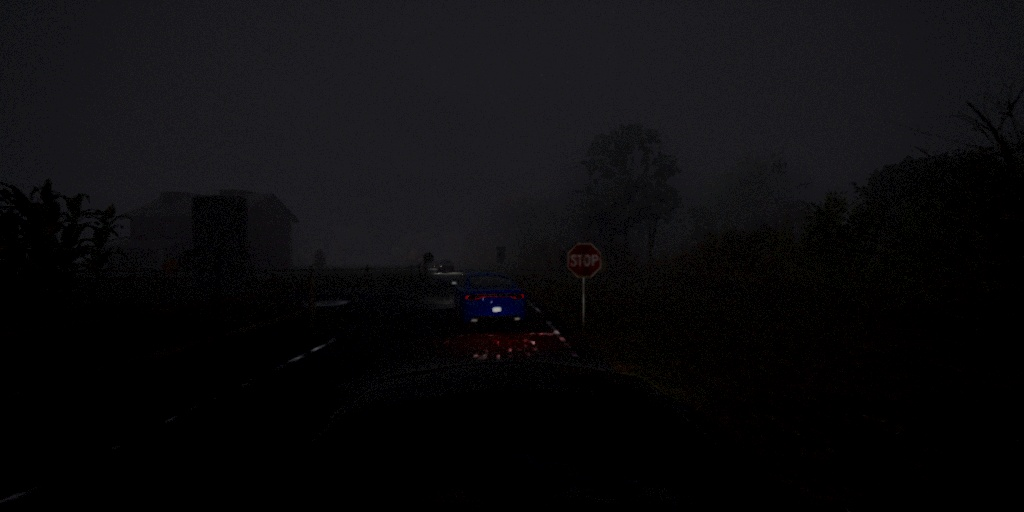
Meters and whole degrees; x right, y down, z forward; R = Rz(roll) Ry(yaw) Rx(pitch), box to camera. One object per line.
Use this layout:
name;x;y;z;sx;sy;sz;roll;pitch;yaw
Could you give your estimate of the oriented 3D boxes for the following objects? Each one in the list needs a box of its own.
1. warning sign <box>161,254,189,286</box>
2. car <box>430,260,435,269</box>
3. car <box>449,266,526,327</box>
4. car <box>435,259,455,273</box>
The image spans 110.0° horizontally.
warning sign;-21.615;0.941;22.704;1.060;1.860;1.300;0;0;0
car;-13.190;1.414;62.604;1.837;1.490;4.892;0;0;-18
car;-0.922;1.255;11.864;1.882;1.535;5.008;0;0;-12
car;-8.632;1.223;46.922;2.097;1.767;4.553;0;0;-14
